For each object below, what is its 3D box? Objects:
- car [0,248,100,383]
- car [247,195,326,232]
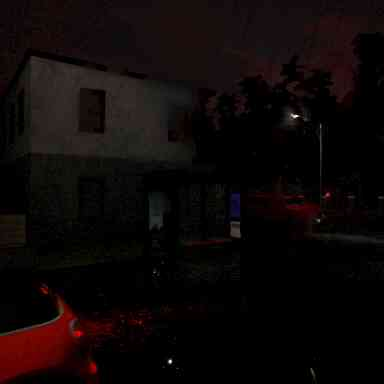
[{"bbox_3d":[-3.088,1.352,2.343,4.553,1.767,2.097,0,0,-35],"label":"car"},{"bbox_3d":[5.361,1.222,20.465,2.150,2.045,5.566,0,0,-35],"label":"car"}]
